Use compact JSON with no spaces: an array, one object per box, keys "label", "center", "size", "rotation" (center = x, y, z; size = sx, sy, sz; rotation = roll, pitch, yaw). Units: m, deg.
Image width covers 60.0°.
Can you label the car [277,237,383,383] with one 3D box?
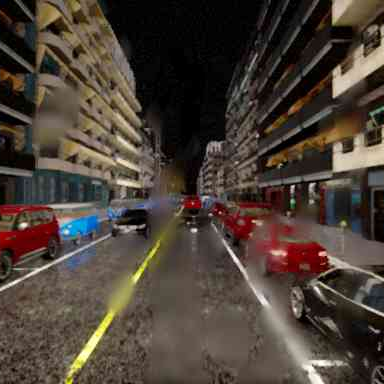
[{"label":"car","center":[2.696,1.592,4.381],"size":[1.947,1.339,4.313],"rotation":[0,0,0]}]

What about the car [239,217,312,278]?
[{"label":"car","center":[2.696,1.641,10.043],"size":[1.802,1.307,4.206],"rotation":[0,0,0]}]

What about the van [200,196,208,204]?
[{"label":"van","center":[2.696,1.866,77.989],"size":[1.690,1.788,3.998],"rotation":[0,0,0]}]

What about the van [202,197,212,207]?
[{"label":"van","center":[2.696,1.739,61.003],"size":[1.690,1.788,3.998],"rotation":[0,0,0]}]

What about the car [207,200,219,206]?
[{"label":"car","center":[2.696,1.785,32.690],"size":[1.802,1.307,4.206],"rotation":[0,0,0]}]

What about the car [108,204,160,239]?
[{"label":"car","center":[-3.085,1.635,18.317],"size":[1.812,1.442,4.674],"rotation":[0,0,0]}]

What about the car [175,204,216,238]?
[{"label":"car","center":[0.100,1.615,18.444],"size":[1.837,1.490,4.892],"rotation":[0,0,0]}]

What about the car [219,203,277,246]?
[{"label":"car","center":[2.697,1.408,15.707],"size":[2.192,1.841,5.009],"rotation":[0,0,0]}]

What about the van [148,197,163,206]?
[{"label":"van","center":[-5.683,1.659,49.678],"size":[1.690,1.788,3.998],"rotation":[0,0,0]}]

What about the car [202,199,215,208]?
[{"label":"car","center":[2.696,1.902,55.340],"size":[1.887,1.381,4.507],"rotation":[0,0,0]}]

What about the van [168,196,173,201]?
[{"label":"van","center":[-5.684,1.823,72.326],"size":[1.690,1.788,3.998],"rotation":[0,0,0]}]

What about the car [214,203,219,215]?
[{"label":"car","center":[2.696,1.674,21.368],"size":[1.887,1.381,4.507],"rotation":[0,0,0]}]

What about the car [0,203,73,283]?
[{"label":"car","center":[-5.682,1.374,10.044],"size":[2.192,1.841,5.009],"rotation":[0,0,0]}]

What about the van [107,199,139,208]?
[{"label":"van","center":[-5.683,1.507,27.030],"size":[1.690,1.788,3.998],"rotation":[0,0,0]}]

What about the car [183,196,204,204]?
[{"label":"car","center":[0.102,1.490,42.539],"size":[2.150,2.045,5.566],"rotation":[0,0,0]}]

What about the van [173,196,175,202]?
[{"label":"van","center":[-5.685,2.001,94.973],"size":[1.690,1.788,3.998],"rotation":[0,0,0]}]

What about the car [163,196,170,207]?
[{"label":"car","center":[-5.685,1.942,61.001],"size":[1.887,1.381,4.507],"rotation":[0,0,0]}]

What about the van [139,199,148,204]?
[{"label":"van","center":[-5.683,1.544,32.691],"size":[1.690,1.788,3.998],"rotation":[0,0,0]}]

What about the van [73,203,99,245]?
[{"label":"van","center":[-5.683,1.435,15.706],"size":[1.690,1.788,3.998],"rotation":[0,0,0]}]

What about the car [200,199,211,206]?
[{"label":"car","center":[2.695,2.005,66.662],"size":[1.947,1.339,4.313],"rotation":[0,0,0]}]

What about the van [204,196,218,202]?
[{"label":"van","center":[2.697,1.620,44.016],"size":[1.690,1.788,3.998],"rotation":[0,0,0]}]

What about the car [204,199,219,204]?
[{"label":"car","center":[2.695,1.823,38.353],"size":[1.802,1.307,4.206],"rotation":[0,0,0]}]
